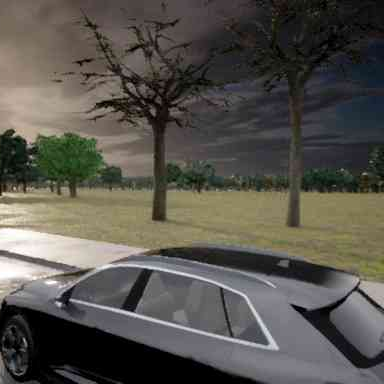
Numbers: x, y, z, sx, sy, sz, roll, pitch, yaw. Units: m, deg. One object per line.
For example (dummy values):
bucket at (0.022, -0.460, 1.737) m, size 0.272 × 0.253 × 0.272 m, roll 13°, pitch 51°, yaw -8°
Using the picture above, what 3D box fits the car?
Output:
car at (-0.271, 1.409, 3.752) m, size 4.856 × 1.649 × 2.033 m, roll 1°, pitch 0°, yaw 35°
